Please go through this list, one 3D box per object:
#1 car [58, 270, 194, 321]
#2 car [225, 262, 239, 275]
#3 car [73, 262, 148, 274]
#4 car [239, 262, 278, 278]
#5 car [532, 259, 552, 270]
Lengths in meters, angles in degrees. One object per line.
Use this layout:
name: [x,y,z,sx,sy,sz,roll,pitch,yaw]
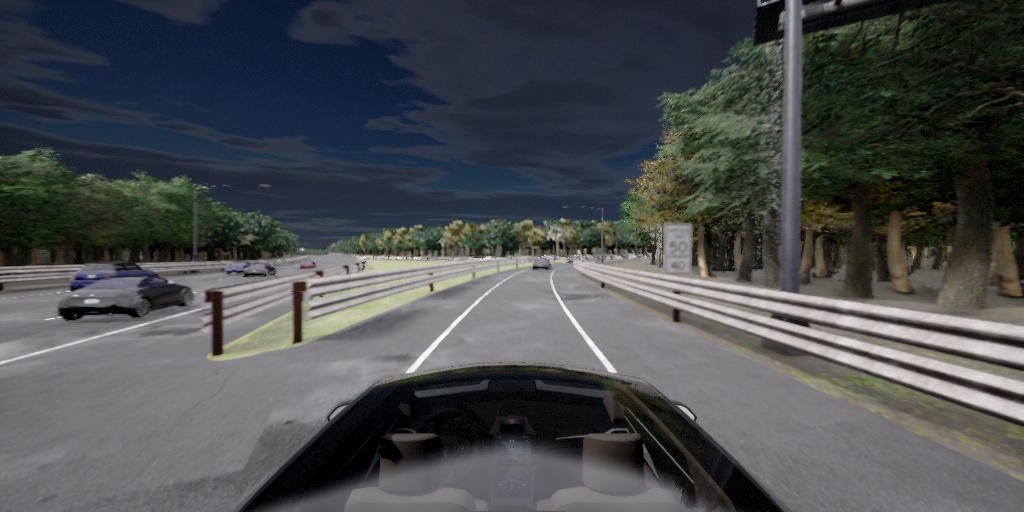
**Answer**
car: [-13.660,1.380,13.055,1.994,1.385,4.181,0,0,-18]
car: [-30.333,1.360,40.424,2.033,1.411,5.357,0,0,-20]
car: [-23.797,1.141,21.760,2.097,1.767,4.553,0,0,-18]
car: [-24.826,1.375,35.505,1.994,1.385,4.181,0,0,-20]
car: [3.793,1.015,44.837,1.994,1.385,4.181,1,0,13]
